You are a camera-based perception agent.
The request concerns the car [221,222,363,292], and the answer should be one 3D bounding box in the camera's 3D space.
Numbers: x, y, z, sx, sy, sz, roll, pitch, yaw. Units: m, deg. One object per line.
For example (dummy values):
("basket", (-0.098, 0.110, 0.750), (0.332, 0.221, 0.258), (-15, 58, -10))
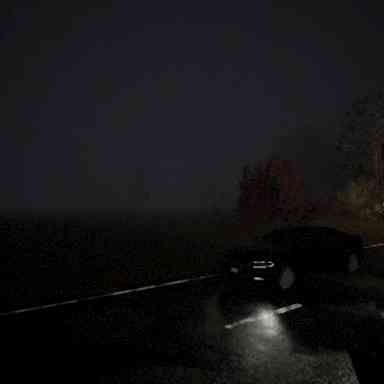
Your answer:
("car", (3.108, 1.718, 9.908), (5.008, 1.535, 1.882), (0, -1, -35))
